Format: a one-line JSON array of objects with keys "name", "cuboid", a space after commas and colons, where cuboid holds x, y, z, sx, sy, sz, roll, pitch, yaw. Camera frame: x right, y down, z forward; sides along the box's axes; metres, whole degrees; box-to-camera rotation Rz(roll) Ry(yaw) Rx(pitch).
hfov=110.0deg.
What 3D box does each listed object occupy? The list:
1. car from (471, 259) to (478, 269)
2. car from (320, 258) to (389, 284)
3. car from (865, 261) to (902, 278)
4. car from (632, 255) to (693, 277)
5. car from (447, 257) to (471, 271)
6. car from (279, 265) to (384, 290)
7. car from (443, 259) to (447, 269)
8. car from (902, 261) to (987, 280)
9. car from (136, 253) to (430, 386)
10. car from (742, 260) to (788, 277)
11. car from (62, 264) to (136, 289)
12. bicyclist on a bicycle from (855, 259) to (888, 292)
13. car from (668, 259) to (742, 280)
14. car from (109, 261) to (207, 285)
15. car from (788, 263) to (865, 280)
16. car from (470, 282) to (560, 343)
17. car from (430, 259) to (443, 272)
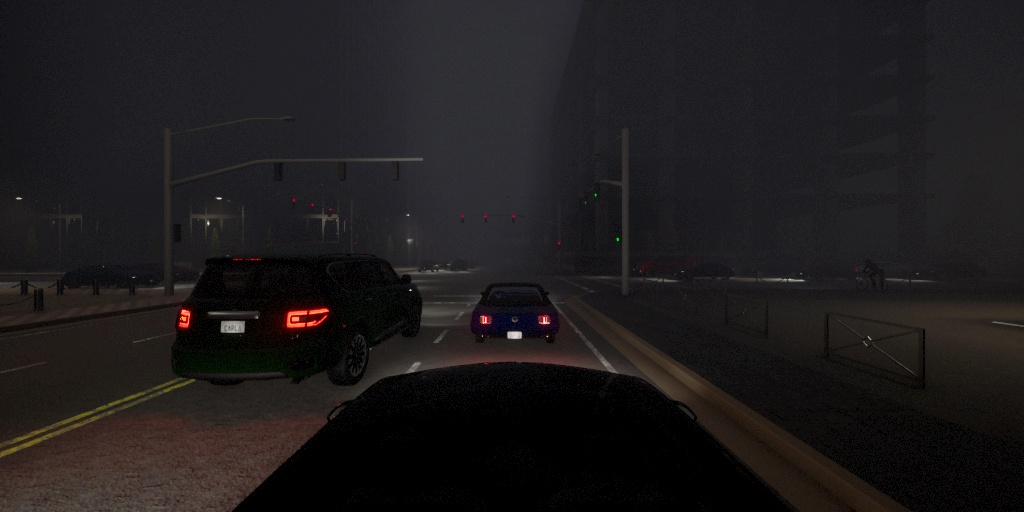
[{"name": "car", "cuboid": [-7.114, 1.227, 57.988, 1.882, 1.535, 5.008, 0, 0, 0]}, {"name": "car", "cuboid": [-11.627, 1.072, 26.768, 4.553, 1.767, 2.097, 0, 0, -20]}, {"name": "car", "cuboid": [33.642, 1.220, 32.831, 4.674, 1.442, 1.812, 0, 0, 0]}, {"name": "car", "cuboid": [13.918, 0.917, 32.766, 5.566, 2.045, 2.150, 0, 0, 0]}, {"name": "car", "cuboid": [-7.123, 1.255, 48.531, 1.837, 1.490, 4.892, 0, 0, 0]}, {"name": "car", "cuboid": [-10.820, 1.271, 21.780, 5.357, 1.411, 2.033, 0, 0, -1]}, {"name": "car", "cuboid": [-10.619, 1.241, 55.250, 2.128, 1.511, 4.902, 0, 0, 0]}, {"name": "car", "cuboid": [35.595, 1.199, 29.336, 4.892, 1.490, 1.837, 0, 0, 0]}, {"name": "car", "cuboid": [-3.441, 0.971, 7.129, 2.150, 2.045, 5.566, 0, 0, 0]}, {"name": "car", "cuboid": [23.647, 1.172, 32.801, 5.008, 1.535, 1.882, 0, 0, -1]}, {"name": "car", "cuboid": [-24.088, 1.220, 21.610, 4.674, 1.442, 1.812, 0, 0, 0]}, {"name": "bicyclist on a bicycle", "cuboid": [18.322, 0.998, 18.298, 0.582, 1.620, 1.656, 0, 0, 0]}, {"name": "car", "cuboid": [15.637, 1.220, 29.250, 4.674, 1.442, 1.812, 0, 0, 0]}, {"name": "car", "cuboid": [-24.681, 1.172, 25.106, 5.008, 1.535, 1.882, 0, 0, 0]}, {"name": "car", "cuboid": [25.601, 1.258, 29.310, 4.181, 1.385, 1.994, 0, 0, 0]}, {"name": "car", "cuboid": [0.075, 1.351, 9.644, 1.895, 1.301, 4.718, 0, 0, 0]}, {"name": "car", "cuboid": [-10.623, 1.255, 45.907, 1.837, 1.490, 4.892, 0, 0, 0]}]
